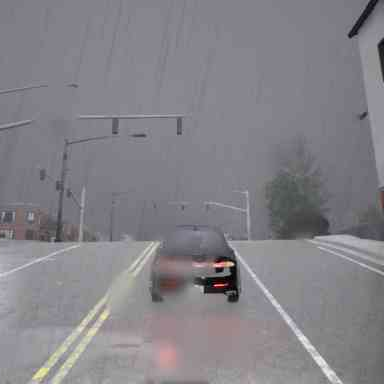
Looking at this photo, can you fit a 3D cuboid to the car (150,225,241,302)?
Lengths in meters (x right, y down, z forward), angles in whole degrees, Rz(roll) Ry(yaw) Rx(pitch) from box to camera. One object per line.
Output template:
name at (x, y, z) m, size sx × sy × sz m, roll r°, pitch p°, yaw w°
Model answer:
car at (0.078, 1.595, 8.501) m, size 2.128 × 1.511 × 4.902 m, roll 0°, pitch -1°, yaw 0°
